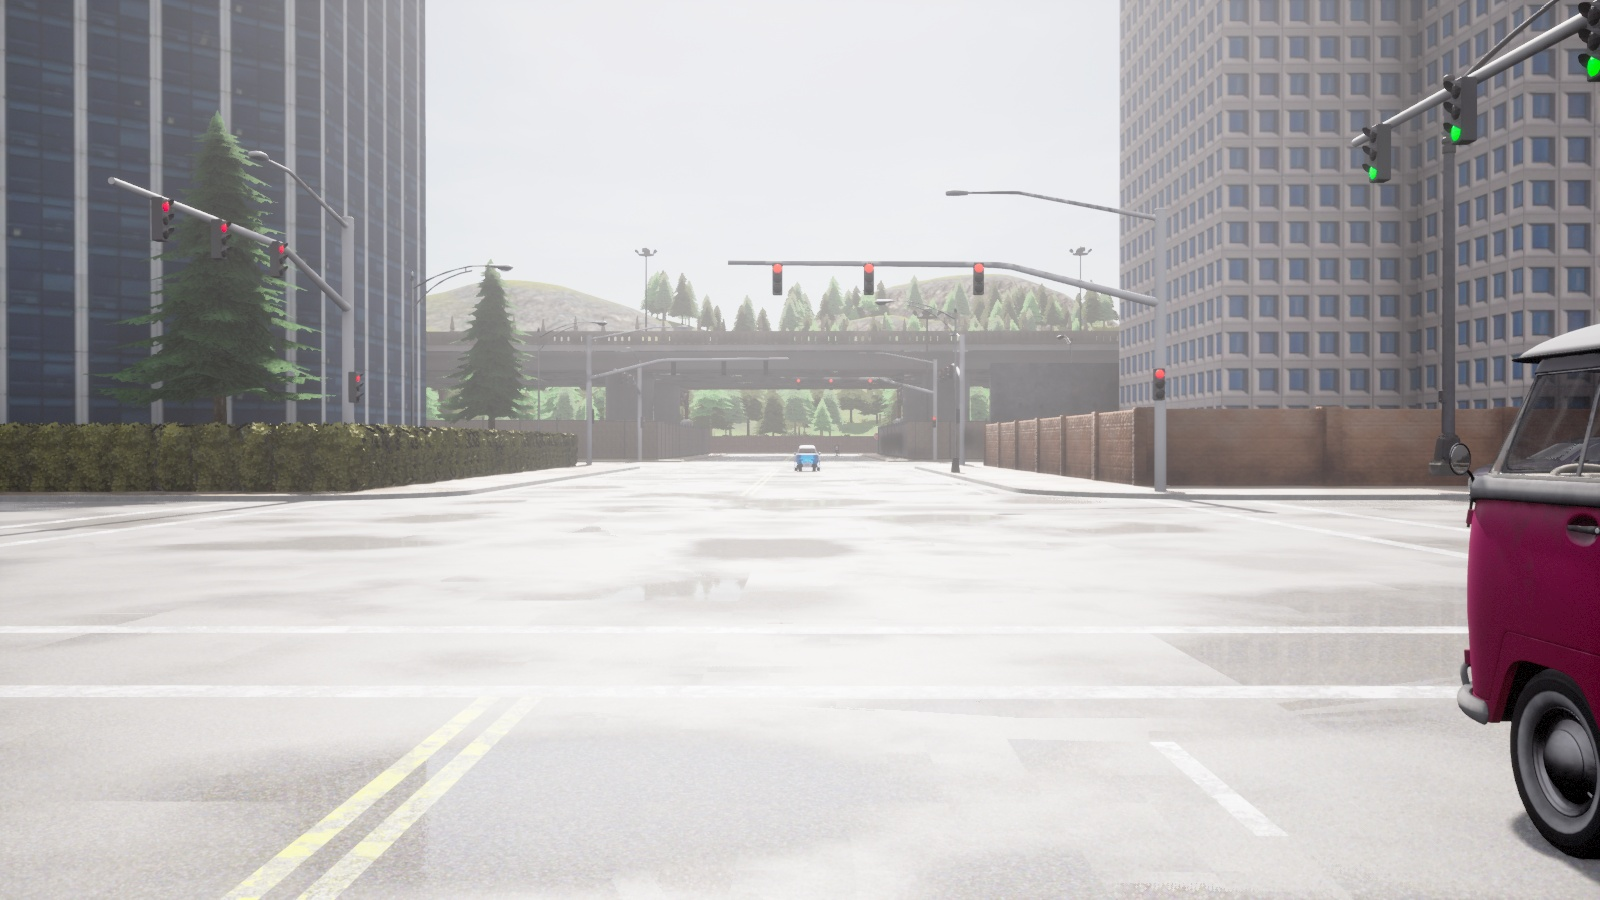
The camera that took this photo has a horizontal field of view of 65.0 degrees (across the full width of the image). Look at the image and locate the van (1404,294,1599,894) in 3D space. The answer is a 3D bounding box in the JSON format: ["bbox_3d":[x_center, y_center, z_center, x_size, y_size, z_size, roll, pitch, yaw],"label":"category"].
[{"bbox_3d":[3.533,0.483,3.300,1.775,1.987,4.442,0,0,0],"label":"van"}]

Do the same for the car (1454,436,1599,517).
[{"bbox_3d":[17.093,0.535,27.131,4.856,1.649,2.033,-1,0,1],"label":"car"}]

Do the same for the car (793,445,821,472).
[{"bbox_3d":[0.383,0.426,66.471,1.481,1.376,2.207,0,1,0],"label":"car"}]
